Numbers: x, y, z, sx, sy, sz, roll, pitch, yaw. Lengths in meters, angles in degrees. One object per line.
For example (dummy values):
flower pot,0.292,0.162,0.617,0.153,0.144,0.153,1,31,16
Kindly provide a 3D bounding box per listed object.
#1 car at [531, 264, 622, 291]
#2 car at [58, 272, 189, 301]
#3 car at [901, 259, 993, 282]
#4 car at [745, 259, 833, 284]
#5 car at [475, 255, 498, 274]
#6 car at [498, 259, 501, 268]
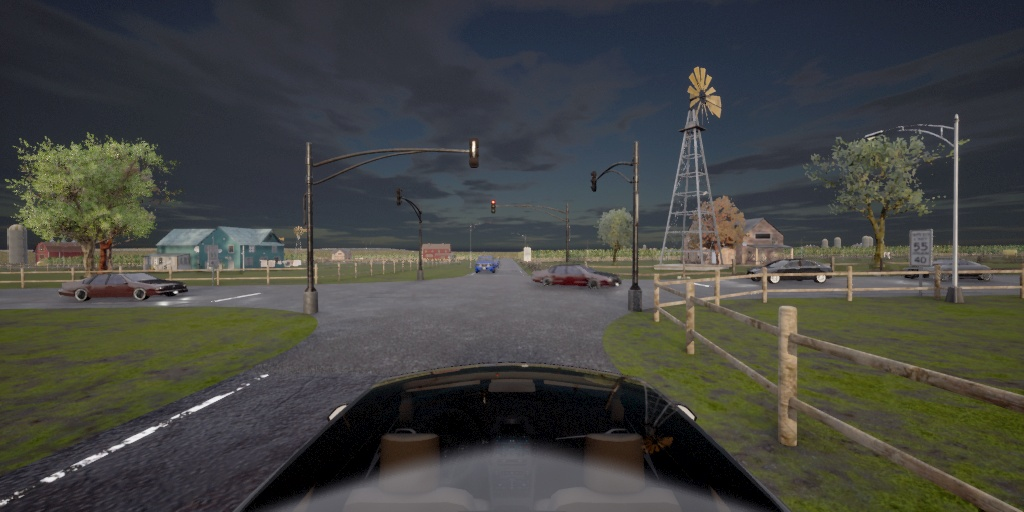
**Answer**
car,3.736,1.208,21.674,5.357,1.411,2.033,0,2,36
car,-20.634,1.587,19.140,5.357,1.411,2.033,-1,1,0
car,27.836,0.882,23.047,4.181,1.385,1.994,-1,1,1
car,17.688,0.957,23.014,4.892,1.490,1.837,-1,1,0
car,-3.038,0.964,41.592,2.150,2.045,5.566,0,0,0
car,-3.142,1.224,57.646,1.882,1.535,5.008,0,0,0
